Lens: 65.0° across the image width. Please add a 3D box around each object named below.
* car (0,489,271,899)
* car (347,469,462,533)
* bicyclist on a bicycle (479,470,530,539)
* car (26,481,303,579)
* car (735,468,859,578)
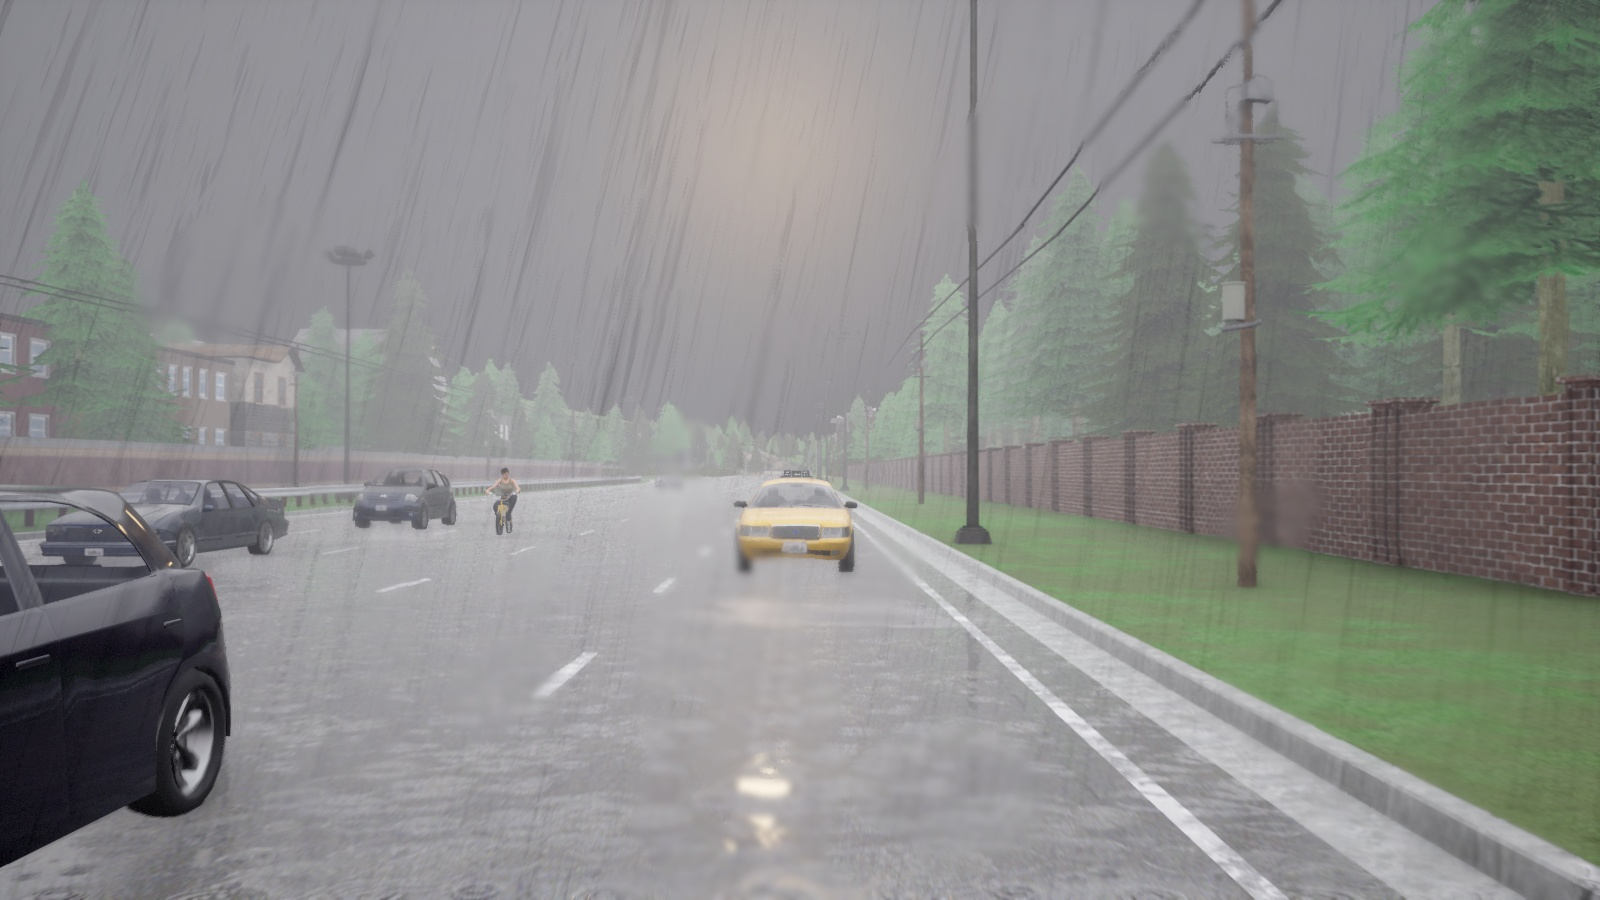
[{"bbox_3d":[-3.511,0.915,4.324,1.845,1.501,3.633,0,-1,0],"label":"car"},{"bbox_3d":[-10.582,1.323,33.909,1.851,1.617,3.988,0,-1,0],"label":"car"},{"bbox_3d":[-7.073,1.283,30.082,0.866,1.612,1.509,0,-1,0],"label":"bicyclist on a bicycle"},{"bbox_3d":[-10.552,1.263,21.437,2.033,1.411,5.357,0,-1,0],"label":"car"},{"bbox_3d":[-0.050,1.103,20.846,1.801,1.575,5.366,0,-1,0],"label":"car"}]
